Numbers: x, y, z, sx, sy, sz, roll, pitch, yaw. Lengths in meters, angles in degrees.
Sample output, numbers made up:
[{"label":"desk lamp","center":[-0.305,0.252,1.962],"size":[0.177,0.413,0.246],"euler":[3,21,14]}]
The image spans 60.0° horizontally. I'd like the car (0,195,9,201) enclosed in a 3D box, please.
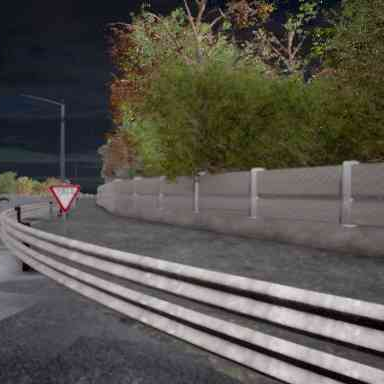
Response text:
[{"label":"car","center":[-42.181,1.374,74.471],"size":[1.895,1.301,4.718],"euler":[0,0,-34]}]
